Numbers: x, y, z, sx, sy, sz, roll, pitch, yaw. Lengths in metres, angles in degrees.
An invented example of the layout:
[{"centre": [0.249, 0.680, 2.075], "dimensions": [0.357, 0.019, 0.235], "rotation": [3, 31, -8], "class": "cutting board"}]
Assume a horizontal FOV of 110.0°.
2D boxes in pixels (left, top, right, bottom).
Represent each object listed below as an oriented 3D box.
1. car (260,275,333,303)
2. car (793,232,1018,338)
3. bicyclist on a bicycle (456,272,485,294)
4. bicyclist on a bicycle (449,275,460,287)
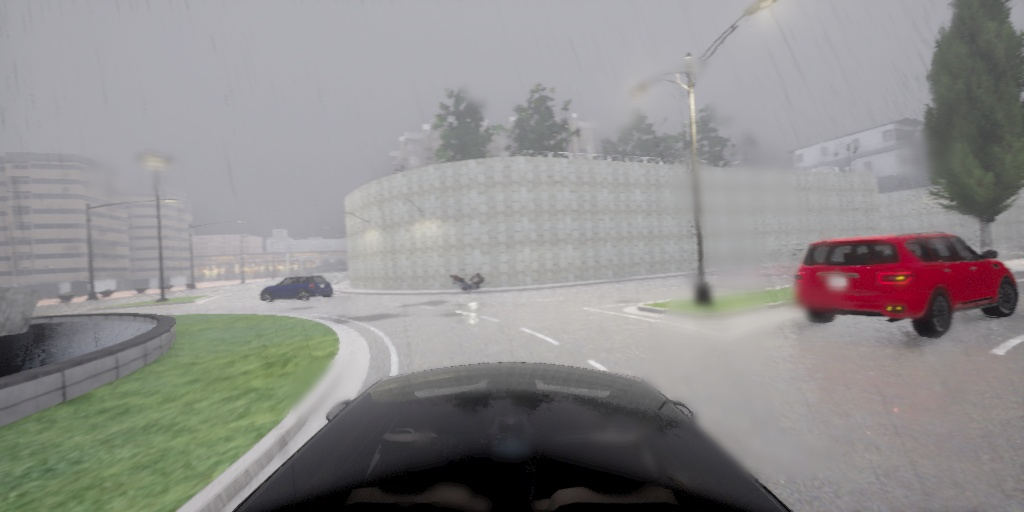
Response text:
[{"centre": [-14.505, 2.120, 24.141], "dimensions": [4.553, 1.767, 2.097], "rotation": [-3, 0, 16], "class": "car"}, {"centre": [9.178, 0.508, 8.426], "dimensions": [5.566, 2.045, 2.150], "rotation": [-3, -1, -23], "class": "car"}, {"centre": [-2.088, 1.539, 20.747], "dimensions": [1.656, 1.620, 0.582], "rotation": [-9, 48, -44], "class": "bicyclist on a bicycle"}, {"centre": [-3.146, 1.606, 21.622], "dimensions": [1.620, 0.582, 1.656], "rotation": [37, 15, 35], "class": "bicyclist on a bicycle"}]
